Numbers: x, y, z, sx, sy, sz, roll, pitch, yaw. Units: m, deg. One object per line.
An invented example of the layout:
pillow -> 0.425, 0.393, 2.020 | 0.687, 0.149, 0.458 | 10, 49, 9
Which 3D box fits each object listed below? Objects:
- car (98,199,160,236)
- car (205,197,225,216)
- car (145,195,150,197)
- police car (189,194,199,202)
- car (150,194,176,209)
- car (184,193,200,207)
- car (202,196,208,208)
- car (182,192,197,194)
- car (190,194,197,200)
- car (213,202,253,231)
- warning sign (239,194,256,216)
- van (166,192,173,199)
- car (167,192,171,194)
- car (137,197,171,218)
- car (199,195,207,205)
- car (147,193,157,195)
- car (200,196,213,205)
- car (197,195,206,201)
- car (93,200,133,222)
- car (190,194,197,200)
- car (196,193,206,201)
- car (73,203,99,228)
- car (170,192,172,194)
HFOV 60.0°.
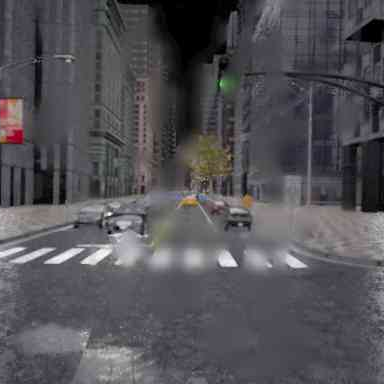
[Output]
car -> -3.193, 1.379, 17.943 | 2.128, 1.511, 4.902 | 1, 0, 0
car -> 2.580, 1.498, 31.350 | 1.887, 1.381, 4.507 | 1, 0, 0
car -> -6.004, 1.341, 39.968 | 1.947, 1.339, 4.313 | 1, 0, 0
police car -> 0.419, 1.232, 74.634 | 1.930, 1.638, 5.238 | 1, 0, 0
car -> -3.322, 1.317, 38.825 | 2.128, 1.511, 4.902 | 1, 0, 0
car -> -0.199, 1.336, 48.488 | 1.882, 1.535, 5.008 | 1, 0, -1
car -> 2.542, 1.489, 36.794 | 2.008, 1.369, 4.403 | 1, 0, 0
car -> -0.370, 1.321, 58.781 | 2.128, 1.511, 4.902 | 1, 0, 0
car -> 0.306, 1.278, 90.524 | 1.837, 1.490, 4.892 | 1, 0, 0
car -> 2.656, 1.537, 20.461 | 2.008, 1.369, 4.403 | 1, 0, 0
warning sign -> 4.909, 1.116, 29.552 | 1.300, 1.860, 1.060 | 1, 0, 0
van -> -6.381, 0.987, 94.098 | 1.690, 1.788, 3.998 | 1, 0, 0
car -> -6.232, 1.243, 72.447 | 2.008, 1.369, 4.403 | 1, 0, 0
car -> -3.257, 1.404, 28.431 | 2.033, 1.411, 5.357 | 1, 0, 0
car -> 2.473, 1.462, 46.666 | 2.008, 1.369, 4.403 | 1, 0, 0
car -> -6.040, 1.286, 45.211 | 1.752, 1.417, 4.829 | 1, 0, 0
car -> 2.398, 1.449, 57.245 | 1.947, 1.339, 4.313 | 1, 0, 0
car -> 2.250, 1.383, 78.399 | 2.008, 1.369, 4.403 | 1, 0, 0
car -> -5.902, 1.368, 25.397 | 2.008, 1.369, 4.403 | 1, 0, 0
car -> 0.348, 1.240, 84.714 | 1.801, 1.575, 5.366 | 1, 0, 0
car -> 2.217, 1.135, 83.688 | 2.192, 1.841, 5.009 | 1, 0, 0
car -> -5.867, 1.383, 20.405 | 2.008, 1.369, 4.403 | 1, 0, 0
car -> -6.270, 1.261, 77.859 | 1.802, 1.307, 4.206 | 1, 0, 0
